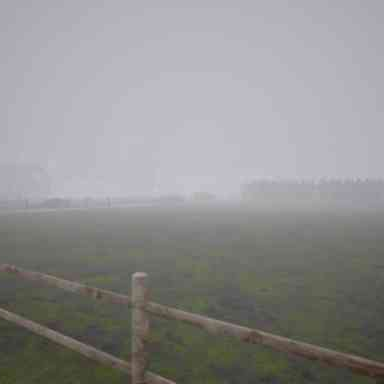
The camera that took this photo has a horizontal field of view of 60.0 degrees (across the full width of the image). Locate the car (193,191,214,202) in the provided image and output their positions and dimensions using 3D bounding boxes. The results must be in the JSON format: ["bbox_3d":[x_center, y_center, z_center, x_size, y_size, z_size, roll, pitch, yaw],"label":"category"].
[{"bbox_3d":[2.392,0.906,65.637,2.150,2.045,5.566,0,0,35],"label":"car"}]

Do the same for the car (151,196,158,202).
[{"bbox_3d":[-5.252,1.227,59.454,1.882,1.535,5.008,0,0,35],"label":"car"}]

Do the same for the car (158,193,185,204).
[{"bbox_3d":[-3.150,1.086,57.507,2.097,1.767,4.553,0,0,35],"label":"car"}]

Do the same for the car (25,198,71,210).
[{"bbox_3d":[-17.787,1.398,41.402,2.033,1.411,5.357,0,0,35],"label":"car"}]
